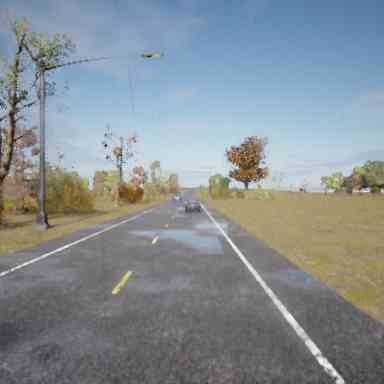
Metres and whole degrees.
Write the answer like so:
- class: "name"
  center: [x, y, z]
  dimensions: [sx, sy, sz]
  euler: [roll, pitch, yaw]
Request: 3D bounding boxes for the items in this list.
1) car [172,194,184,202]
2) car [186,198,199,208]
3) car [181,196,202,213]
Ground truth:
- class: "car"
  center: [-3.484, 1.391, 79.713]
  dimensions: [2.150, 2.045, 5.566]
  euler: [0, 0, 0]
- class: "car"
  center: [0.110, 1.679, 51.504]
  dimensions: [1.994, 1.385, 4.181]
  euler: [0, 0, 0]
- class: "car"
  center: [0.107, 1.581, 38.808]
  dimensions: [2.128, 1.511, 4.902]
  euler: [0, 0, 0]
